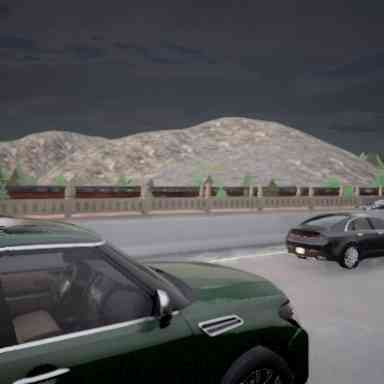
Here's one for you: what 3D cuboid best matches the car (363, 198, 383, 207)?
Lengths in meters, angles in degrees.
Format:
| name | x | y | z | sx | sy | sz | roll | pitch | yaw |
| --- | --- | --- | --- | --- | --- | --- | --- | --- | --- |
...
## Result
| name | x | y | z | sx | sy | sz | roll | pitch | yaw |
| --- | --- | --- | --- | --- | --- | --- | --- | --- | --- |
| car | 18.550 | 1.321 | 31.665 | 4.674 | 1.442 | 1.812 | 0 | 0 | -17 |

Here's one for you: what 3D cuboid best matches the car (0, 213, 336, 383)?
| name | x | y | z | sx | sy | sz | roll | pitch | yaw |
| --- | --- | --- | --- | --- | --- | --- | --- | --- | --- |
| car | -1.494 | 1.206 | 2.594 | 5.566 | 2.045 | 2.150 | 0 | 0 | -35 |

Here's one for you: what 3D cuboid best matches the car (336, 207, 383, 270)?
| name | x | y | z | sx | sy | sz | roll | pitch | yaw |
| --- | --- | --- | --- | --- | --- | --- | --- | --- | --- |
| car | 5.244 | 1.435 | 10.782 | 4.892 | 1.490 | 1.837 | 0 | 0 | -29 |
